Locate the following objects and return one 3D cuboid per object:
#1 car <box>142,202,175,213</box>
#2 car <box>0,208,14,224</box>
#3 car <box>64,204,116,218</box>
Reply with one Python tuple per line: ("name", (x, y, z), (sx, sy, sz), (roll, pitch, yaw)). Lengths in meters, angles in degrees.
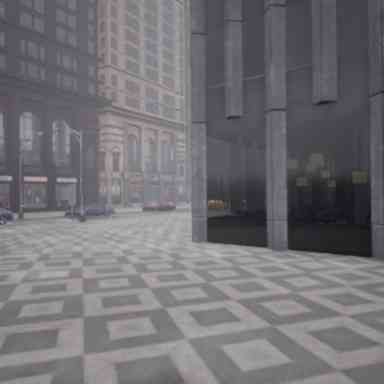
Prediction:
("car", (-4.266, 1.997, 42.848), (1.895, 1.301, 4.718), (-1, -1, 36))
("car", (-16.400, 1.861, 25.844), (1.812, 1.442, 4.674), (-1, -1, 37))
("car", (-10.379, 1.914, 34.290), (2.033, 1.411, 5.357), (-1, -1, 36))
